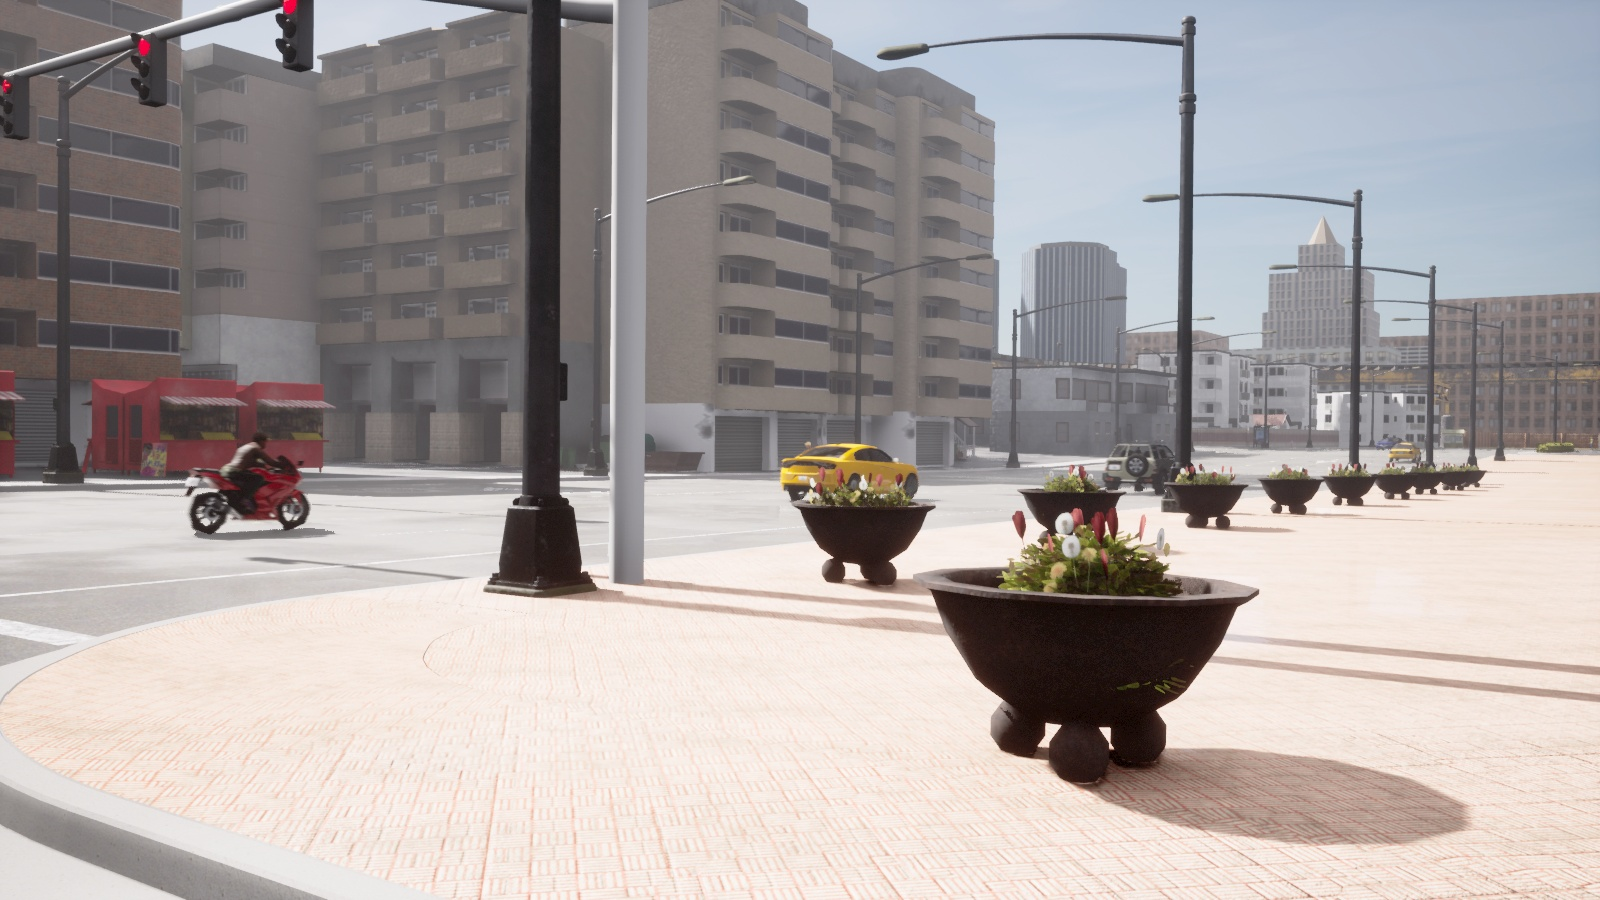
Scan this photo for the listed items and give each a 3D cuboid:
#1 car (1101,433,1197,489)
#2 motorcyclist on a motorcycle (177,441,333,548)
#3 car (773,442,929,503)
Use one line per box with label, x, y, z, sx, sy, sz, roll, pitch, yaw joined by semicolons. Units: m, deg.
car;12.236;0.367;43.826;1.932;1.855;4.605;0;0;33
motorcyclist on a motorcycle;-8.189;0.629;18.956;0.797;1.523;2.044;0;0;33
car;1.475;0.553;33.753;1.882;1.535;5.008;0;0;33
